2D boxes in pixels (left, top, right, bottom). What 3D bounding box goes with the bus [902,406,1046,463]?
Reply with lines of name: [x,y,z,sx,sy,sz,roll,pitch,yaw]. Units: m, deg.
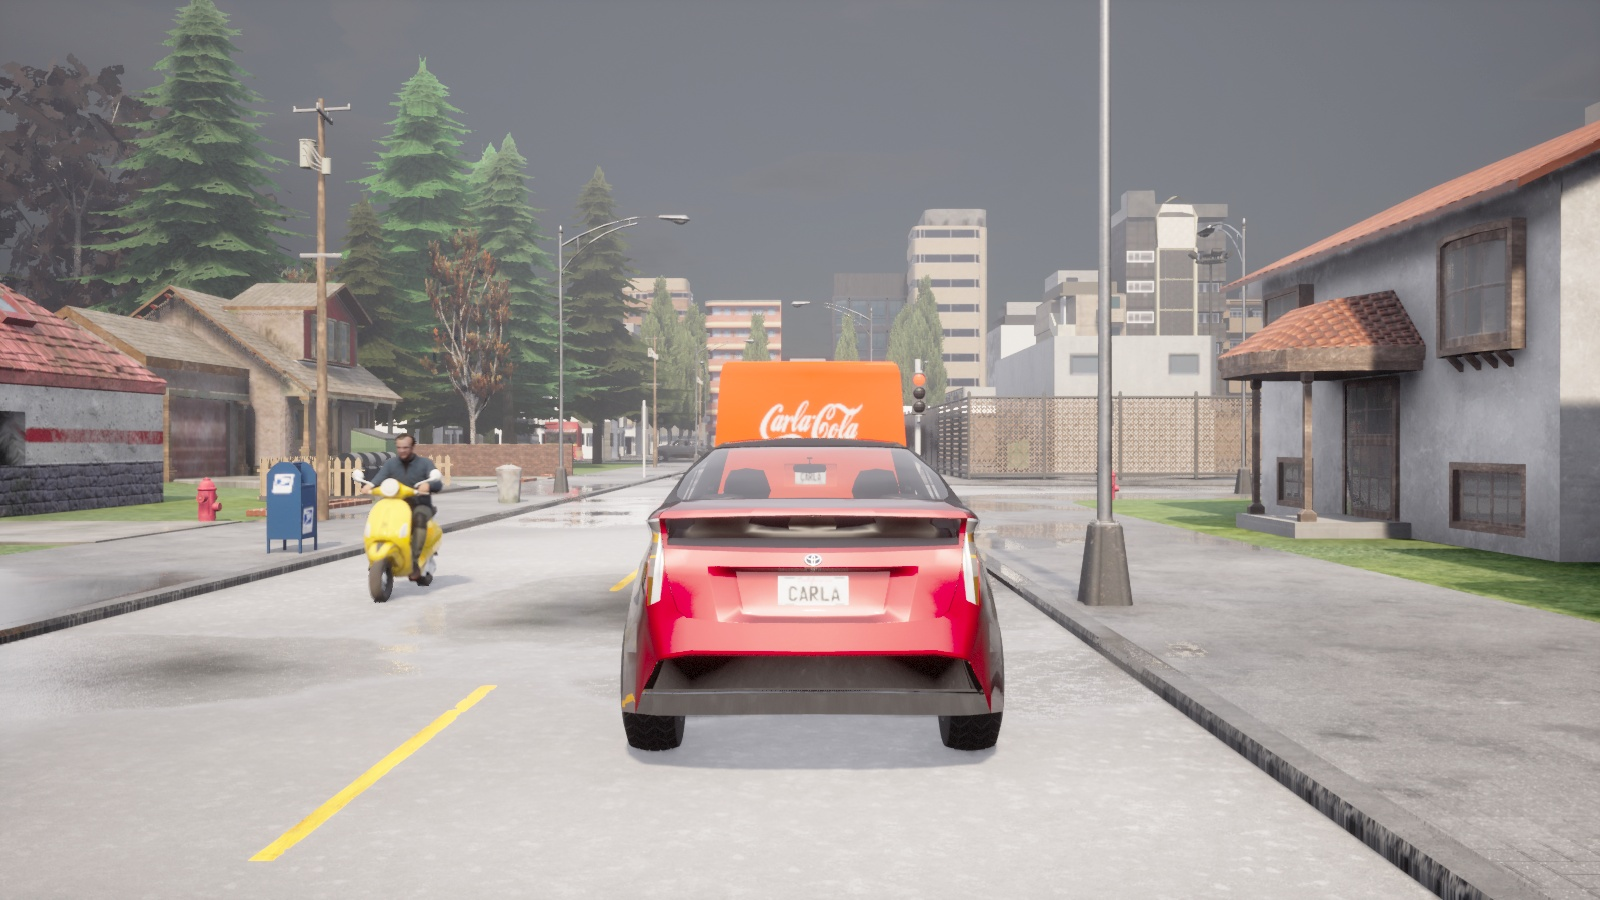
bus: [12.958,-1.152,94.425,10.273,4.253,3.944,0,0,0]

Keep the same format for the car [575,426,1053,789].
car: [0.061,0.651,7.533,2.007,1.525,4.514,0,0,0]

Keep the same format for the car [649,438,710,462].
car: [-9.425,0.000,98.433,4.605,1.855,1.932,0,0,3]

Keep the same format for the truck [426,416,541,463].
truck: [-23.756,-0.788,94.488,7.936,3.462,2.891,0,0,2]

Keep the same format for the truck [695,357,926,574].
truck: [0.118,0.164,16.898,2.627,2.467,5.204,0,0,0]

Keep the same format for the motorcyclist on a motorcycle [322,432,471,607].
motorcyclist on a motorcycle: [-3.915,0.627,12.355,0.866,1.590,1.817,0,0,0]
